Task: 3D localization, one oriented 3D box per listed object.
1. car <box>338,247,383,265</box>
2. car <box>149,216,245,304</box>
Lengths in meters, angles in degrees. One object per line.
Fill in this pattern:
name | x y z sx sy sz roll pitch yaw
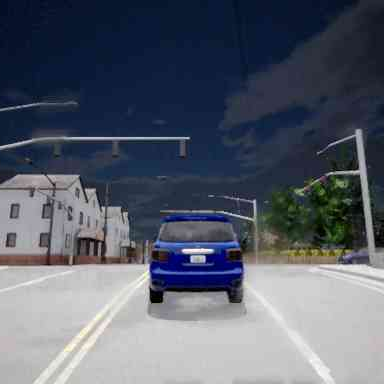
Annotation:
car | 15.399 5.706 29.577 4.553 1.767 2.097 0 -12 1
car | 0.068 1.798 9.457 2.150 2.045 5.566 0 -7 -1
